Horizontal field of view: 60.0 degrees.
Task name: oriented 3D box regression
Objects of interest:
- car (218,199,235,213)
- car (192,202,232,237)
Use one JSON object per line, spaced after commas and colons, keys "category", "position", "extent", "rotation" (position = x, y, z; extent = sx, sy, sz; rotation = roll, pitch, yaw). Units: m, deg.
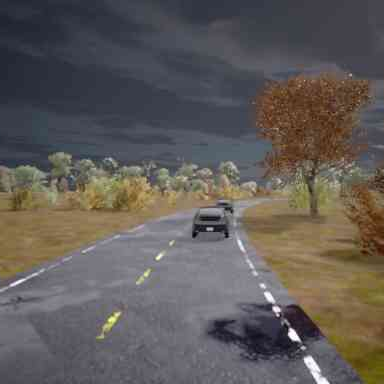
{"category": "car", "position": [3.590, 1.493, 35.985], "extent": [1.837, 1.490, 4.892], "rotation": [0, 0, 10]}
{"category": "car", "position": [1.077, 1.506, 18.115], "extent": [1.837, 1.490, 4.892], "rotation": [0, 0, 5]}
